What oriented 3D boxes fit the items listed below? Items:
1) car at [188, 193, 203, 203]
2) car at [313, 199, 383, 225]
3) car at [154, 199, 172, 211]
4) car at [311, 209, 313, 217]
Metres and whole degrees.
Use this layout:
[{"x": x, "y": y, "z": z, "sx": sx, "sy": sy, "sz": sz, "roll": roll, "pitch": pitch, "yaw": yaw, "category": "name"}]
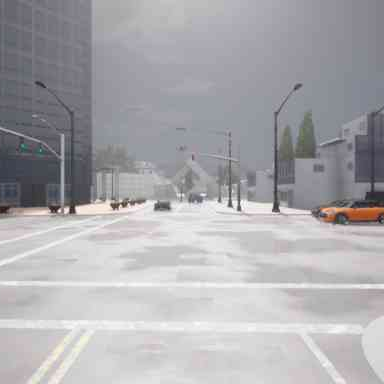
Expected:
[{"x": 0.710, "y": 1.200, "z": 67.356, "sx": 2.150, "sy": 2.045, "sz": 5.566, "roll": 0, "pitch": 0, "yaw": 12, "category": "car"}, {"x": 11.292, "y": 1.339, "z": 23.291, "sx": 4.553, "sy": 1.767, "sz": 2.097, "roll": 0, "pitch": 0, "yaw": -4, "category": "car"}, {"x": -3.619, "y": 1.588, "z": 41.646, "sx": 1.895, "sy": 1.301, "sz": 4.718, "roll": 0, "pitch": 0, "yaw": 0, "category": "car"}, {"x": 12.160, "y": 1.337, "z": 27.139, "sx": 4.553, "sy": 1.767, "sz": 2.097, "roll": 0, "pitch": 0, "yaw": 0, "category": "car"}]
